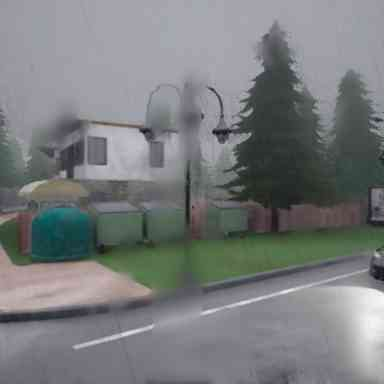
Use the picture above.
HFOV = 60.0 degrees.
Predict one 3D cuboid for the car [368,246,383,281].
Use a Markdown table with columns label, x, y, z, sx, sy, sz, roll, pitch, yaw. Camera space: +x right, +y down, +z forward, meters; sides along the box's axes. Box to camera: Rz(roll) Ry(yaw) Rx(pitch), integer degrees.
| label | x | y | z | sx | sy | sz | roll | pitch | yaw |
| --- | --- | --- | --- | --- | --- | --- | --- | --- | --- |
| car | 6.393 | 1.580 | 8.547 | 4.181 | 1.385 | 1.994 | 0 | 0 | -35 |
